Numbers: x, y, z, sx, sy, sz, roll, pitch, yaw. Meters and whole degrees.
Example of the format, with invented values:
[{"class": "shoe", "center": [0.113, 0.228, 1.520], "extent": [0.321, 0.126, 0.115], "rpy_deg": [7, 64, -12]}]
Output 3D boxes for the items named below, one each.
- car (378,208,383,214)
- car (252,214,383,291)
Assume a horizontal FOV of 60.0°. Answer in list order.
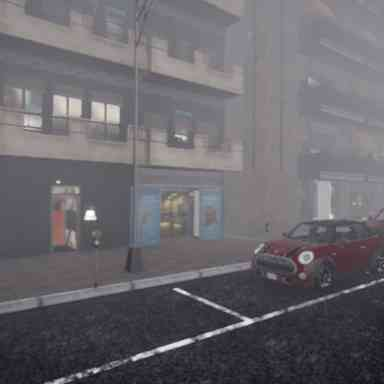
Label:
[{"class": "car", "center": [8.095, 1.435, 12.499], "extent": [5.009, 1.841, 2.192], "rpy_deg": [1, 0, -36]}, {"class": "car", "center": [3.541, 1.516, 9.177], "extent": [4.097, 1.590, 1.967], "rpy_deg": [1, 0, -36]}]
